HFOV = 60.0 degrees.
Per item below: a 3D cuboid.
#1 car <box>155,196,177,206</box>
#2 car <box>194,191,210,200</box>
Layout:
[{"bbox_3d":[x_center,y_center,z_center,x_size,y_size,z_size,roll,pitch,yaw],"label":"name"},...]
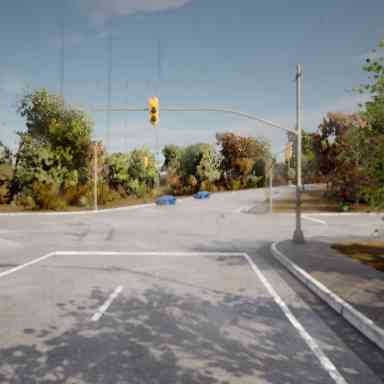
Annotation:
[{"bbox_3d":[-3.959,1.304,51.029,1.882,1.535,5.008,0,1,18],"label":"car"},{"bbox_3d":[2.035,0.640,66.110,1.882,1.535,5.008,0,3,26],"label":"car"}]
